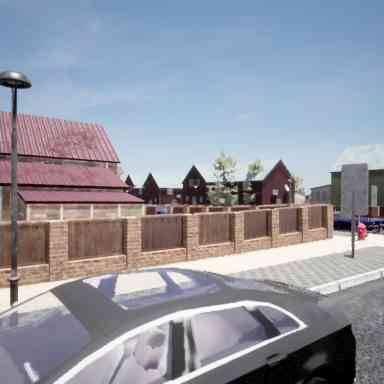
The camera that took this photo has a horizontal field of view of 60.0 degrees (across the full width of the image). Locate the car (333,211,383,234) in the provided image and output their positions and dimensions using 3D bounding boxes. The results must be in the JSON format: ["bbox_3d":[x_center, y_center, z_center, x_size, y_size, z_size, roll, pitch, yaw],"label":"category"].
[{"bbox_3d":[9.430,1.856,20.657,1.895,1.301,4.718,1,-2,-36],"label":"car"}]

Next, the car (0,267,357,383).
[{"bbox_3d":[-0.645,1.492,2.610,4.902,1.511,2.128,0,0,-35],"label":"car"}]

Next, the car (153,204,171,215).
[{"bbox_3d":[-3.138,2.204,38.100,2.097,1.767,4.553,1,-2,-36],"label":"car"}]
